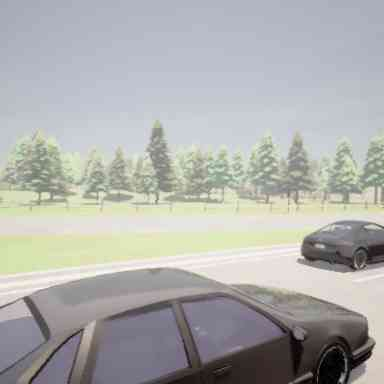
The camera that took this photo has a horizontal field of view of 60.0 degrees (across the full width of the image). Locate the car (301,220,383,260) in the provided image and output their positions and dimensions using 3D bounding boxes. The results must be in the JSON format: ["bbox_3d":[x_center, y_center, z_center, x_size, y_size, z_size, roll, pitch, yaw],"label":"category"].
[{"bbox_3d":[5.669,1.664,11.292,4.181,1.385,1.994,1,0,-31],"label":"car"}]

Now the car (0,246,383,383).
[{"bbox_3d":[-0.343,1.561,3.374,5.357,1.411,2.033,1,0,-35],"label":"car"}]
